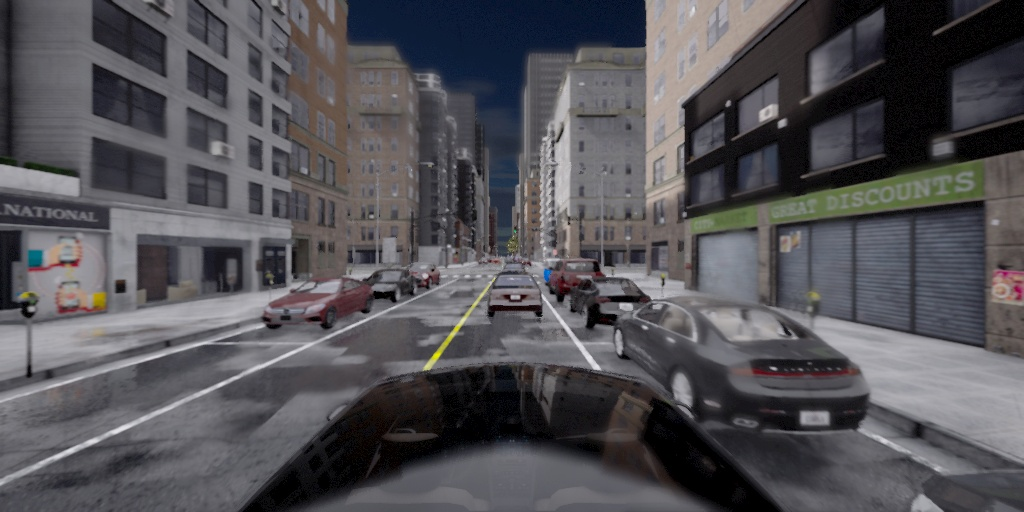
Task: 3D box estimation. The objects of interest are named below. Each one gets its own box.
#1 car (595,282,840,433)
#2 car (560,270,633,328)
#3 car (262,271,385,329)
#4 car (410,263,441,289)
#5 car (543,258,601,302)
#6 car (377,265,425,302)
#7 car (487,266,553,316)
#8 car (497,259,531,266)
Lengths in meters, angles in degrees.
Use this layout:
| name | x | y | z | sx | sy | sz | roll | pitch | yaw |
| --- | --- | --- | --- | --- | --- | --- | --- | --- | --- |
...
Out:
| name | x | y | z | sx | sy | sz | roll | pitch | yaw |
| --- | --- | --- | --- | --- | --- | --- | --- | --- | --- |
| car | 2.857 | 1.291 | 5.562 | 2.007 | 1.370 | 4.403 | 0 | 0 | 0 |
| car | 2.856 | 1.293 | 11.085 | 1.948 | 1.339 | 4.313 | 0 | 0 | 0 |
| car | -5.669 | 1.310 | 11.077 | 1.802 | 1.307 | 4.207 | 0 | 0 | 0 |
| car | -5.670 | 1.141 | 22.127 | 1.967 | 1.591 | 4.097 | 0 | 0 | 0 |
| car | 2.856 | 1.029 | 16.609 | 2.192 | 1.841 | 5.009 | 0 | 0 | 0 |
| car | -5.670 | 1.280 | 16.602 | 1.948 | 1.339 | 4.313 | 0 | 0 | 0 |
| car | 0.099 | 1.270 | 13.212 | 2.033 | 1.411 | 5.357 | 0 | 0 | 0 |
| car | 0.258 | 1.231 | 29.536 | 2.033 | 1.411 | 5.357 | 0 | 0 | 4 |
